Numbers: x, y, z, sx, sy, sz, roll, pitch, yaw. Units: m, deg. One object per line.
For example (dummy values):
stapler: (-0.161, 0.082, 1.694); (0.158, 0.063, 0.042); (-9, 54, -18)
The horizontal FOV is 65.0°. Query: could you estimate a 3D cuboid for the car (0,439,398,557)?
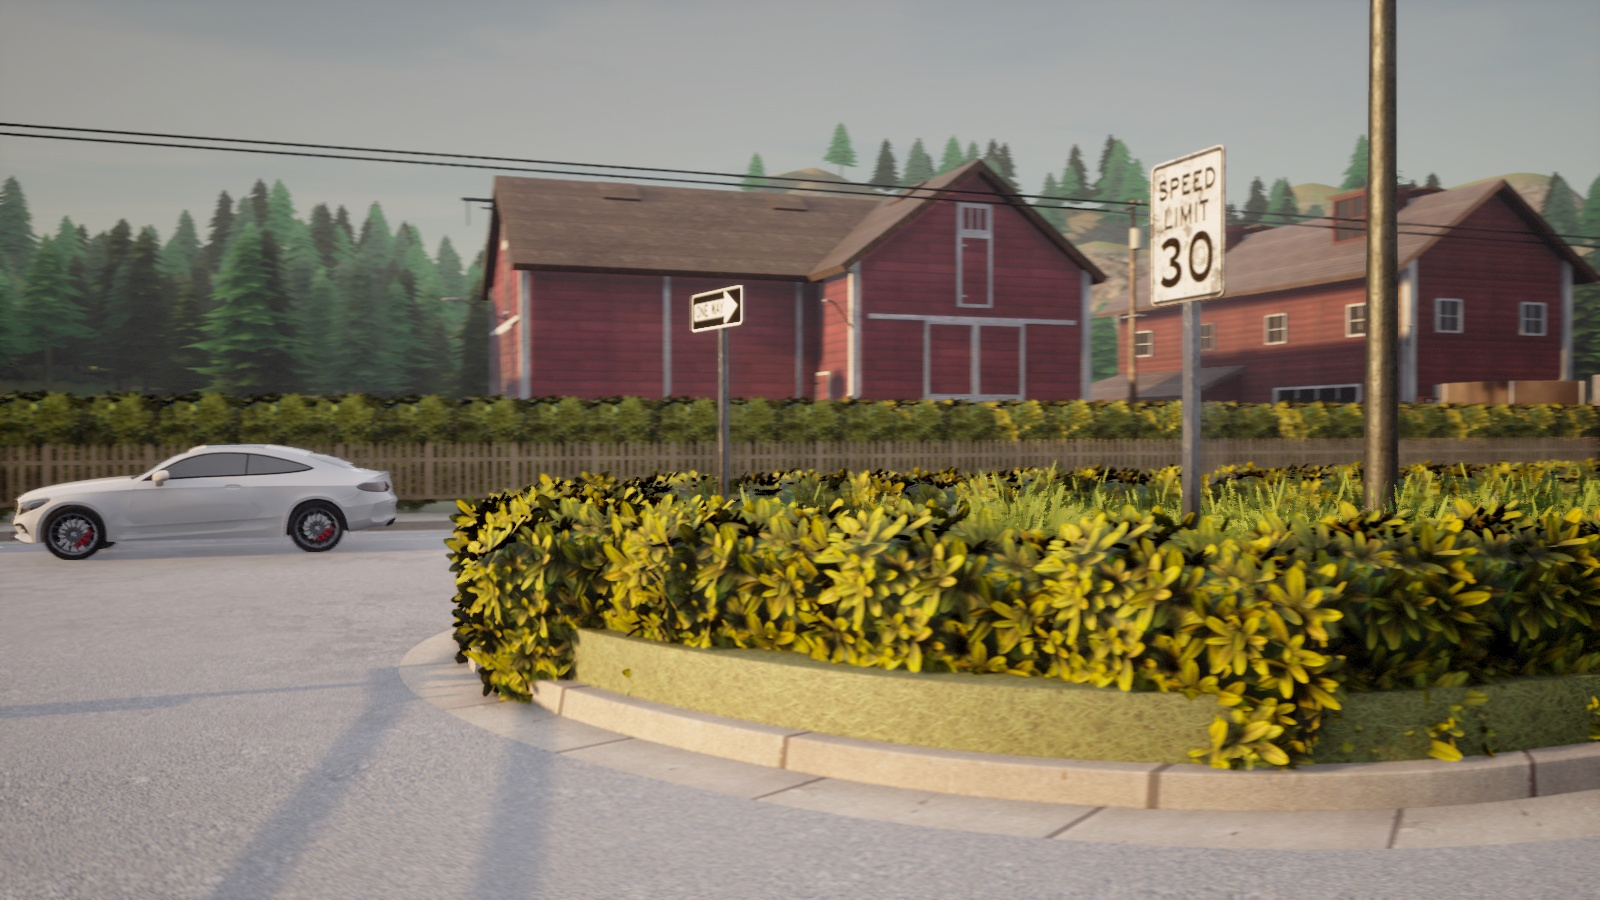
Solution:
car: (-7.920, 0.585, 17.015); (4.674, 1.442, 1.812); (0, 1, -19)
